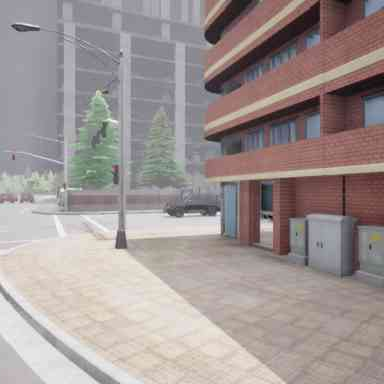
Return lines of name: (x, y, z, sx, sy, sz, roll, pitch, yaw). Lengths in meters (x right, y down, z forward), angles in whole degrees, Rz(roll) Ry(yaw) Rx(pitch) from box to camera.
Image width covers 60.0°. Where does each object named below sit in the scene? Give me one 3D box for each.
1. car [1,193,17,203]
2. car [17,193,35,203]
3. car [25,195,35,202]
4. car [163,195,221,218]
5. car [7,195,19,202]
car: (-37.932, 1.225, 68.542, 2.150, 2.045, 5.566, 0, 0, -23)
car: (-34.564, 1.225, 69.562, 2.150, 2.045, 5.566, 0, 0, -23)
car: (-38.677, 1.524, 79.316, 1.812, 1.442, 4.674, 0, 0, -23)
car: (0.122, 1.277, 31.354, 5.566, 2.045, 2.150, 0, 0, -22)
car: (-42.064, 1.540, 78.341, 2.033, 1.411, 5.357, 0, 0, -23)
